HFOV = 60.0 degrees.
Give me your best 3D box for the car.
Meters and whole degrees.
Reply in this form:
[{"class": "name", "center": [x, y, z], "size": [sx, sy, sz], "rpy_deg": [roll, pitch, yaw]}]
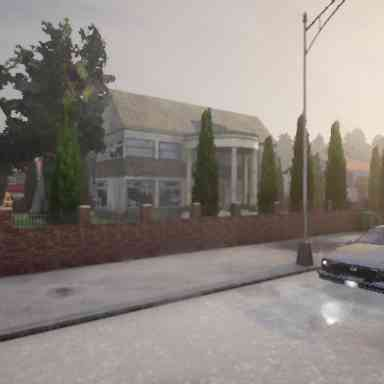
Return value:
[{"class": "car", "center": [5.524, 1.549, 8.558], "size": [5.357, 1.411, 2.033], "rpy_deg": [0, 0, -36]}]
